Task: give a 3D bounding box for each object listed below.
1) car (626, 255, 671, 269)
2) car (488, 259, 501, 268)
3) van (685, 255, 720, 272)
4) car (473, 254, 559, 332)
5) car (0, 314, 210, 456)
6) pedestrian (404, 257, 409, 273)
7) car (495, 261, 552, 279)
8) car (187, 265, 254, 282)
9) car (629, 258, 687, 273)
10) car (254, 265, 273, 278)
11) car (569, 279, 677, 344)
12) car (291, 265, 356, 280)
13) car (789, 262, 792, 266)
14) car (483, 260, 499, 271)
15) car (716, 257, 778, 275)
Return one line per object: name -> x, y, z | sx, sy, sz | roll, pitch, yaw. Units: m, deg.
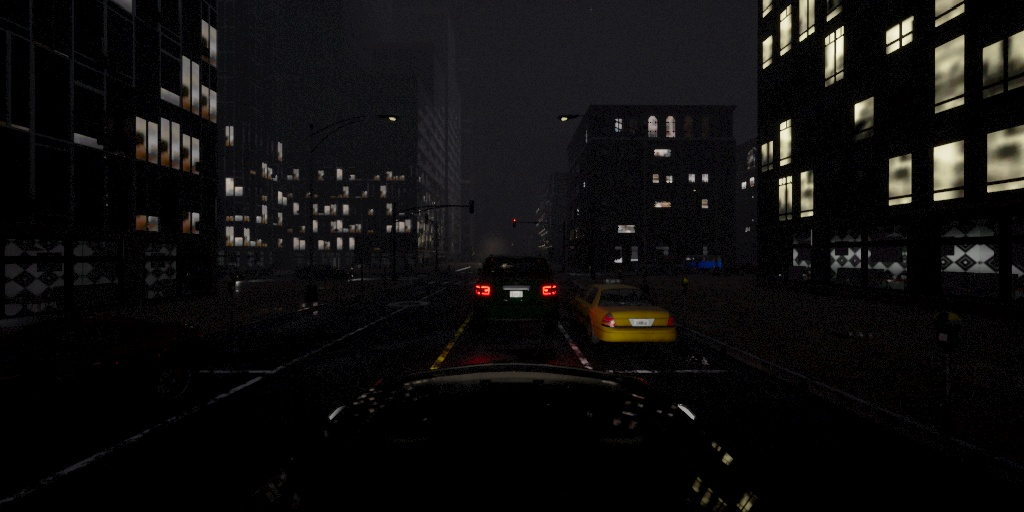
car -> 15.284, 0.844, 39.603 | 5.009, 1.841, 2.192 | 0, 0, -1
car -> -2.888, 1.300, 60.721 | 2.033, 1.411, 5.357 | 0, 0, 0
van -> 20.940, 0.799, 39.669 | 3.998, 1.789, 1.690 | 0, 0, -1
car -> 0.089, 0.971, 10.937 | 2.150, 2.045, 5.566 | 0, 0, 0
car -> -5.317, 1.332, 3.647 | 1.802, 1.307, 4.207 | 0, 0, 0
pedestrian -> -12.392, 1.020, 42.205 | 0.375, 1.860, 0.375 | 0, 1, -1
car -> 1.159, 1.269, 33.909 | 5.357, 1.411, 2.033 | -1, 0, -37
car -> -27.537, 1.603, 33.634 | 4.892, 1.490, 1.837 | -1, 0, -1
car -> 15.022, 1.138, 37.135 | 4.718, 1.301, 1.895 | -1, 0, -1
car -> -28.441, 1.649, 39.004 | 4.403, 1.370, 2.007 | 0, 0, -1
car -> 2.558, 1.275, 9.384 | 1.751, 1.417, 4.829 | 0, 0, 0
car -> -17.723, 1.515, 33.769 | 5.357, 1.411, 2.033 | -1, 0, -1
car -> 31.530, 0.825, 37.318 | 4.902, 1.511, 2.128 | -1, 0, -1
car -> -2.886, 1.299, 50.584 | 2.033, 1.411, 5.357 | 0, 0, -1
car -> 21.056, 1.019, 31.789 | 4.507, 1.381, 1.888 | 0, 0, -1
